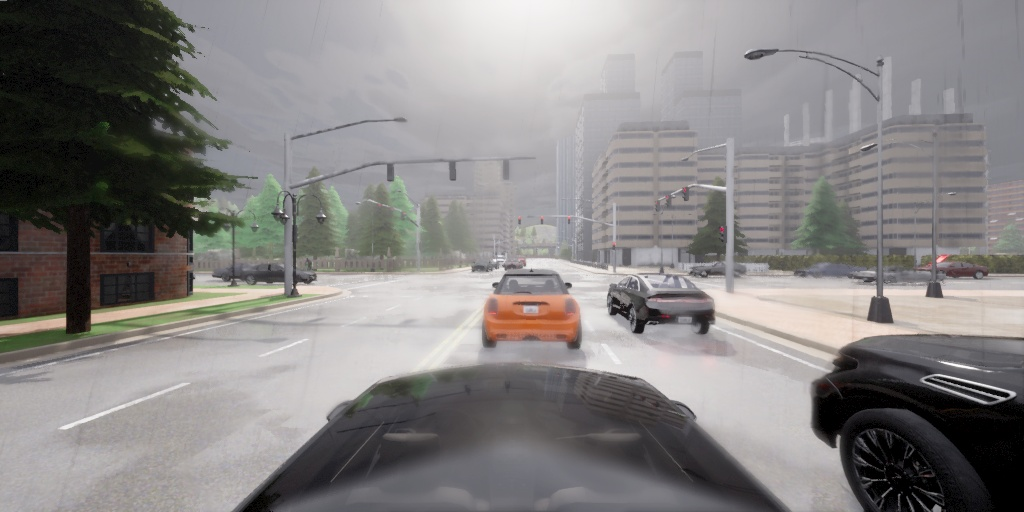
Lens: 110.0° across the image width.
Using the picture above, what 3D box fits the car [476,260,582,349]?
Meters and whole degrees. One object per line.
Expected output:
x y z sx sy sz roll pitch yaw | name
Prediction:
0.517 1.102 9.350 2.097 1.767 4.553 0 0 3 | car

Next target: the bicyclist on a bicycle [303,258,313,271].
-22.760 1.051 40.035 0.582 1.620 1.656 0 0 4 | bicyclist on a bicycle

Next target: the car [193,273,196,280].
-25.911 1.297 25.757 5.357 1.411 2.033 0 0 5 | car

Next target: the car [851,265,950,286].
27.393 1.351 25.409 4.718 1.301 1.895 0 0 4 | car

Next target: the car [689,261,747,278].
19.001 1.241 33.236 4.902 1.511 2.128 0 0 4 | car

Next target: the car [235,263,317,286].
-16.201 1.255 25.044 4.892 1.490 1.837 0 0 4 | car

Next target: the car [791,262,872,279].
28.849 1.297 32.526 5.357 1.411 2.033 0 0 4 | car

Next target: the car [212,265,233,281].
-21.074 1.297 28.907 5.357 1.411 2.033 0 0 4 | car

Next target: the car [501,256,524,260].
0.134 1.102 50.038 2.097 1.767 4.553 0 0 4 | car

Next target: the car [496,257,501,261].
-3.026 1.241 54.785 2.128 1.511 4.902 0 0 4 | car

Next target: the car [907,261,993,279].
38.752 1.228 31.805 5.008 1.535 1.882 0 0 4 | car

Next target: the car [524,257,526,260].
0.779 1.314 58.634 1.994 1.385 4.181 0 0 5 | car

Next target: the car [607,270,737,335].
4.092 1.241 10.578 2.128 1.511 4.902 0 0 4 | car

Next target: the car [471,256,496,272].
-3.761 1.102 45.866 2.097 1.767 4.553 0 0 6 | car

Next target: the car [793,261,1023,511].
3.708 0.971 0.741 2.150 2.045 5.566 0 0 0 | car
